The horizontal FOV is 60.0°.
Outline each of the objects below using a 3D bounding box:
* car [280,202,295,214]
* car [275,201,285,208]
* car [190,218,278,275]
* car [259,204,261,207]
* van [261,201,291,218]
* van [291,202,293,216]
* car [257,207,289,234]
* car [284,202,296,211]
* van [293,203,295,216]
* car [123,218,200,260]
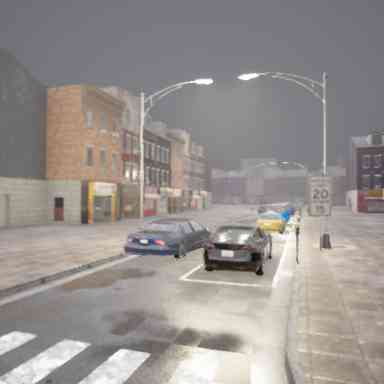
[{"bbox_3d":[14.055,2.344,48.695,1.967,1.590,4.097,0,-1,18],"label":"car"},{"bbox_3d":[20.966,2.924,79.369,1.967,1.590,4.097,0,-1,18],"label":"car"},{"bbox_3d":[1.624,1.760,11.079,1.947,1.339,4.313,0,-1,18],"label":"car"},{"bbox_3d":[9.750,2.298,43.863,2.128,1.511,4.902,0,-1,18],"label":"car"},{"bbox_3d":[6.952,1.837,27.203,1.690,1.788,3.998,0,-1,18],"label":"van"},{"bbox_3d":[8.728,1.939,32.577,1.690,1.788,3.998,0,-1,18],"label":"van"},{"bbox_3d":[5.229,1.923,21.988,1.752,1.417,4.829,0,-1,18],"label":"car"},{"bbox_3d":[17.606,2.550,59.442,1.967,1.590,4.097,0,-1,18],"label":"car"},{"bbox_3d":[10.504,2.041,37.950,1.690,1.788,3.998,0,-1,18],"label":"van"},{"bbox_3d":[-0.604,1.782,13.649,2.033,1.411,5.357,0,-1,25],"label":"car"}]
